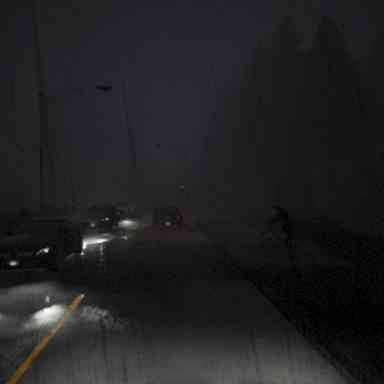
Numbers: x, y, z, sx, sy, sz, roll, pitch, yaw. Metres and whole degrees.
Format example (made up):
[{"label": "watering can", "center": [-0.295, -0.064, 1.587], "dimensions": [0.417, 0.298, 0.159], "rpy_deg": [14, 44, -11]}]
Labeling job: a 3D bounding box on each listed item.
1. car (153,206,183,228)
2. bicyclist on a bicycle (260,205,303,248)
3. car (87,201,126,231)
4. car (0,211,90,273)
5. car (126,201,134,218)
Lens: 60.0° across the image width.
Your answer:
[{"label": "car", "center": [-1.647, 1.626, 22.426], "dimensions": [1.895, 1.301, 4.718], "rpy_deg": [-1, 0, -5]}, {"label": "bicyclist on a bicycle", "center": [3.370, 1.296, 12.530], "dimensions": [1.656, 1.620, 0.582], "rpy_deg": [-1, 0, -5]}, {"label": "car", "center": [-5.748, 1.580, 21.065], "dimensions": [2.128, 1.511, 4.902], "rpy_deg": [-1, 0, -5]}, {"label": "car", "center": [-4.914, 1.602, 11.077], "dimensions": [1.812, 1.442, 4.674], "rpy_deg": [-1, 0, -5]}, {"label": "car", "center": [-6.562, 1.579, 31.287], "dimensions": [1.882, 1.535, 5.008], "rpy_deg": [-1, 0, -5]}]
